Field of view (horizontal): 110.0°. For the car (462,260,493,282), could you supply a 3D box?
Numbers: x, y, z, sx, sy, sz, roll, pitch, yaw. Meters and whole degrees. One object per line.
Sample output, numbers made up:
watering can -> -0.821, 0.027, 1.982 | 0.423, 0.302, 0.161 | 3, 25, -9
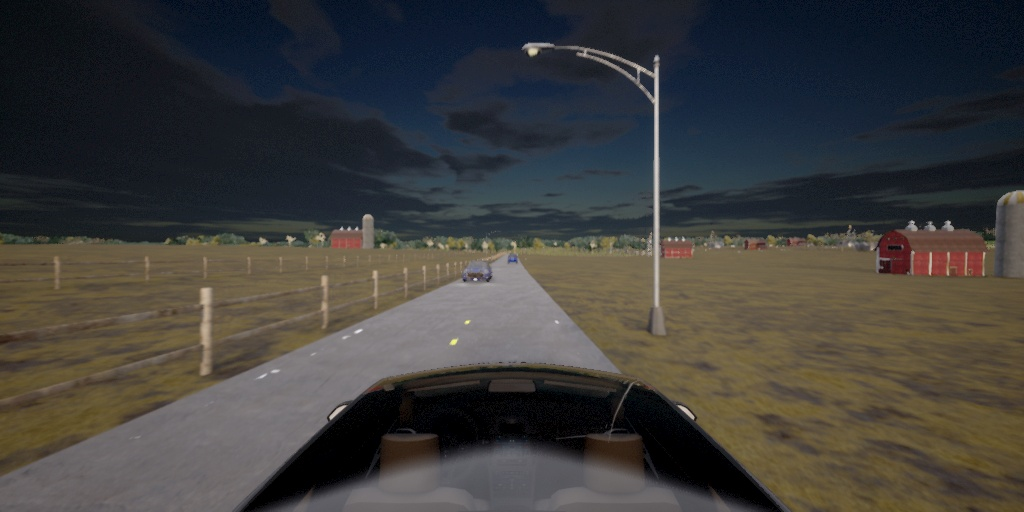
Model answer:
car -> -2.712, 1.141, 28.865 | 2.097, 1.767, 4.553 | 0, 0, 0
